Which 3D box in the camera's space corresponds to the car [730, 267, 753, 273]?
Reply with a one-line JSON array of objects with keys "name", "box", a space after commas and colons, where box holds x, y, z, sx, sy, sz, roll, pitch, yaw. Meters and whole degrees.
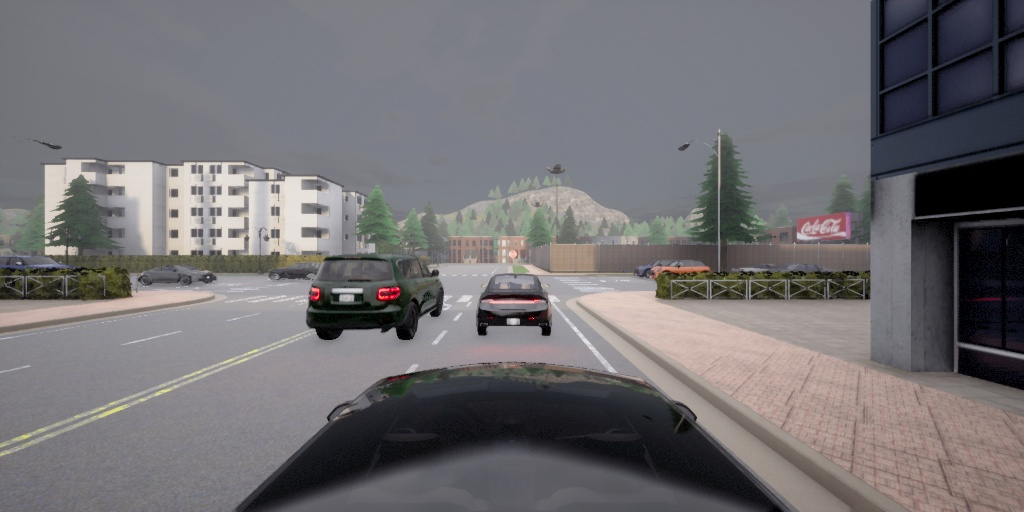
[{"name": "car", "box": [22.381, 1.351, 32.207, 4.718, 1.301, 1.895, 0, 0, 0]}]

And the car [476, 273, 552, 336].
[{"name": "car", "box": [0.092, 1.242, 10.383, 2.128, 1.511, 4.902, 0, 0, 1]}]

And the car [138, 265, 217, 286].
[{"name": "car", "box": [-23.282, 1.314, 25.077, 4.181, 1.385, 1.994, 0, 0, -2]}]

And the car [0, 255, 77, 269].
[{"name": "car", "box": [-33.728, 0.972, 25.022, 5.566, 2.045, 2.150, 0, 0, 0]}]

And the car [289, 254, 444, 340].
[{"name": "car", "box": [-3.423, 0.970, 10.094, 2.150, 2.045, 5.566, 0, 0, 0]}]

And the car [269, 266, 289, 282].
[{"name": "car", "box": [-16.821, 1.228, 28.739, 5.008, 1.535, 1.882, 0, -1, 6]}]

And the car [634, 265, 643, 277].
[{"name": "car", "box": [13.386, 1.102, 32.255, 4.553, 1.767, 2.097, 0, 0, 0]}]

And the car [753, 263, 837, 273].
[{"name": "car", "box": [22.866, 1.297, 28.708, 5.357, 1.411, 2.033, 0, 0, 0]}]

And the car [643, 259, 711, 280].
[{"name": "car", "box": [13.372, 1.102, 28.756, 4.553, 1.767, 2.097, 0, 0, 0]}]
